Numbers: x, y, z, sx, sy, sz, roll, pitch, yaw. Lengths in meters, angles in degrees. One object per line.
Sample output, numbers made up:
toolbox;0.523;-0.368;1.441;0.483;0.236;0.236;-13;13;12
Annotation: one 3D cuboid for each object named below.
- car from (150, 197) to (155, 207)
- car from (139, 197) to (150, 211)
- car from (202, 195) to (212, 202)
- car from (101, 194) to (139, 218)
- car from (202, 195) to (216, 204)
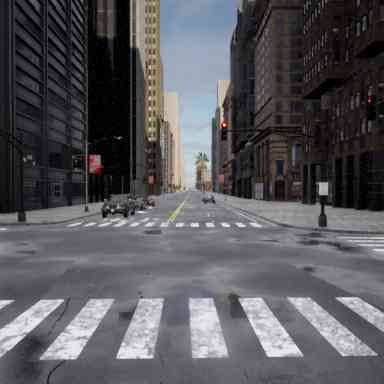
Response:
car;-6.676;1.497;50.504;1.994;1.385;4.181;0;0;-1
car;-6.653;1.456;40.481;1.837;1.490;4.892;0;0;0
car;3.196;1.416;70.968;1.812;1.442;4.674;0;0;0
car;-6.646;1.191;30.607;2.150;2.045;5.566;0;0;0
car;3.250;1.438;61.047;1.812;1.442;4.674;0;0;0
